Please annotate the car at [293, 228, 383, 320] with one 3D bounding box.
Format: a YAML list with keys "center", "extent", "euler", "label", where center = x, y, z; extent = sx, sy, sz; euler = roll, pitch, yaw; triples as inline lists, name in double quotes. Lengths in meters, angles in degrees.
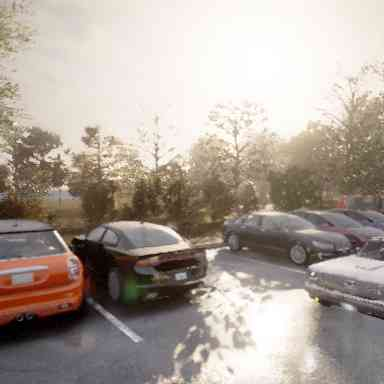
- center: [4.402, 1.597, 6.789]
  extent: [4.718, 1.301, 1.895]
  euler: [0, 0, -35]
  label: "car"

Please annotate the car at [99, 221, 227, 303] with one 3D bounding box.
- center: [-1.627, 1.470, 8.421]
  extent: [2.097, 1.535, 5.008]
  euler: [0, 0, -35]
  label: "car"

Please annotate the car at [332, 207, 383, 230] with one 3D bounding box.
- center: [5.309, 1.500, 13.284]
  extent: [2.163, 1.488, 4.792]
  euler: [0, 0, -35]
  label: "car"

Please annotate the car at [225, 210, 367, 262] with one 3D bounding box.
- center: [3.083, 1.471, 11.758]
  extent: [2.231, 1.521, 4.892]
  euler: [0, 0, -35]
  label: "car"

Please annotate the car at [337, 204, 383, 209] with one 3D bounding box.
- center: [7.616, 1.499, 14.912]
  extent: [2.163, 1.488, 4.792]
  euler: [0, 0, -35]
  label: "car"

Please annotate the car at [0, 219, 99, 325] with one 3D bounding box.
- center: [-3.817, 1.345, 6.843]
  extent: [2.185, 1.767, 4.553]
  euler: [0, 0, -35]
  label: "car"

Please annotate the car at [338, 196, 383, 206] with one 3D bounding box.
- center: [9.923, 1.218, 16.541]
  extent: [2.435, 2.045, 5.566]
  euler: [0, 0, -35]
  label: "car"
